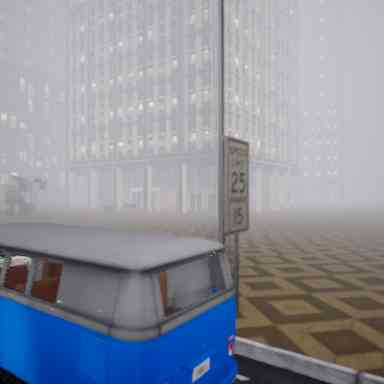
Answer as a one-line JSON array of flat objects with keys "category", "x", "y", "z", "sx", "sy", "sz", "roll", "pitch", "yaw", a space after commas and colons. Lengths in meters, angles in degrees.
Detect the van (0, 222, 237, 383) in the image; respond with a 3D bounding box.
[{"category": "van", "x": -1.436, "y": 1.331, "z": 4.014, "sx": 3.998, "sy": 1.788, "sz": 1.690, "roll": 0, "pitch": 0, "yaw": 35}]
